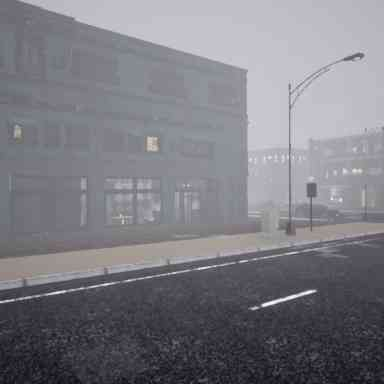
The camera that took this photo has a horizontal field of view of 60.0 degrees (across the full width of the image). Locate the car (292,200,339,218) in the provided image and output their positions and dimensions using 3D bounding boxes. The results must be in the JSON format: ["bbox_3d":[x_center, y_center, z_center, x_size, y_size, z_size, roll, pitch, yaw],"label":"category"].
[{"bbox_3d":[12.381,1.811,33.030,1.947,1.339,4.313,-2,0,-36],"label":"car"}]

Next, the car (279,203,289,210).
[{"bbox_3d":[14.432,1.806,44.764,2.008,1.369,4.403,-2,0,-36],"label":"car"}]

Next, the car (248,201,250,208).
[{"bbox_3d":[7.986,1.963,53.763,1.802,1.307,4.206,-2,0,-36],"label":"car"}]

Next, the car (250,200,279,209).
[{"bbox_3d":[11.209,1.900,49.264,1.802,1.307,4.206,-2,0,-36],"label":"car"}]
